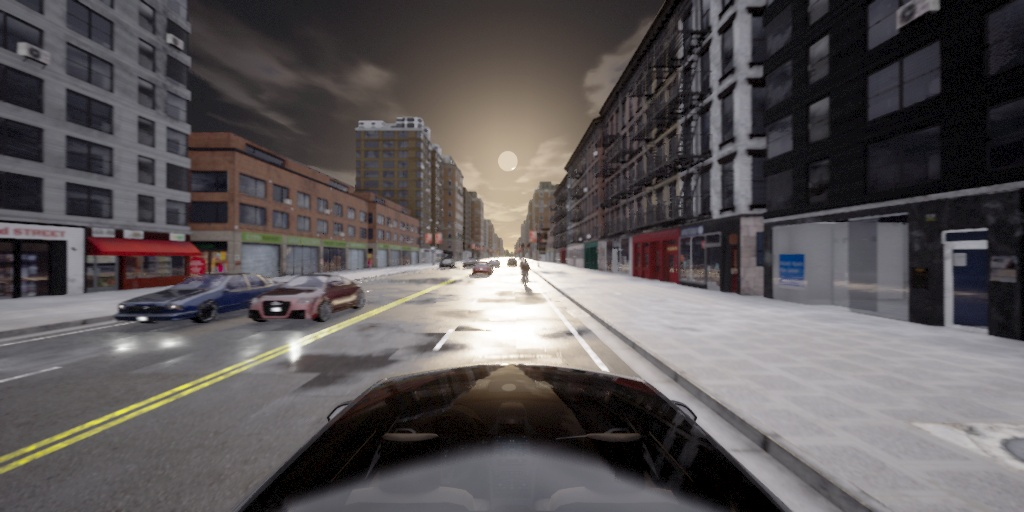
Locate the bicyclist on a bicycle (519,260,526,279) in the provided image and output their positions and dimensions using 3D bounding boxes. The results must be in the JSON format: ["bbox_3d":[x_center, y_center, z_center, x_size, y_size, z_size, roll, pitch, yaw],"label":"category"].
[{"bbox_3d":[0.899,1.183,32.124,0.582,1.620,1.656,0,0,0],"label":"bicyclist on a bicycle"}]

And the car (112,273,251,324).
[{"bbox_3d":[-9.846,1.291,12.211,2.033,1.411,5.357,0,0,0],"label":"car"}]

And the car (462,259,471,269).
[{"bbox_3d":[-6.536,1.246,55.982,2.033,1.411,5.357,0,0,1],"label":"car"}]

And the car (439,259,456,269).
[{"bbox_3d":[-9.794,1.178,54.574,1.882,1.535,5.008,0,0,0],"label":"car"}]

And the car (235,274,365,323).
[{"bbox_3d":[-6.597,1.308,12.019,1.994,1.385,4.181,0,0,0],"label":"car"}]

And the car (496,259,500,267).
[{"bbox_3d":[-3.137,1.249,64.017,1.994,1.385,4.181,0,0,0],"label":"car"}]

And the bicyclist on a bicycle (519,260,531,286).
[{"bbox_3d":[0.898,1.108,23.198,0.659,1.776,1.843,0,0,0],"label":"bicyclist on a bicycle"}]

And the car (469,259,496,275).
[{"bbox_3d":[-3.145,1.286,38.922,1.994,1.385,4.181,0,0,0],"label":"car"}]
